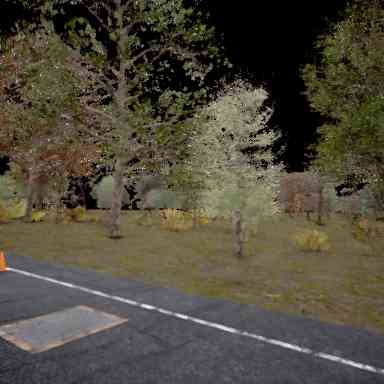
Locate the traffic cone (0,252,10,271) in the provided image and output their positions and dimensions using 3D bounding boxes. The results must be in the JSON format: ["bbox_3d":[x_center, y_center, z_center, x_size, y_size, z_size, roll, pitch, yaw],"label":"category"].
[{"bbox_3d":[-6.229,2.271,10.940,0.340,0.580,0.340,-1,-2,37],"label":"traffic cone"}]
